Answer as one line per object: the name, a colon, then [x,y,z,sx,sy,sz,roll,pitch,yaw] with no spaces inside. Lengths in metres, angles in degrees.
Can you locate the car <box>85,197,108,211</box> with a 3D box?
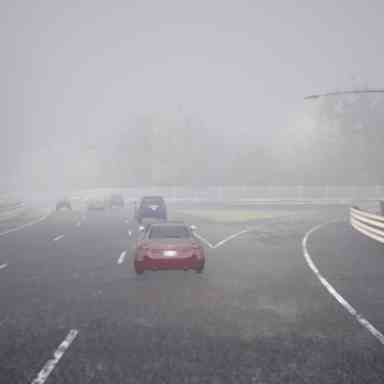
car: [-12.307,1.687,42.196,1.994,1.385,4.181,0,0,-23]

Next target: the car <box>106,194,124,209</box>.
car: [-11.535,1.354,48.778,2.150,2.045,5.566,0,0,-26]

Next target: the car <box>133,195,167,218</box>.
car: [-3.330,1.282,26.189,2.150,2.045,5.566,0,0,-13]

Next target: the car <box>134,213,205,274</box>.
car: [-0.776,1.587,10.720,1.994,1.385,4.181,0,0,-6]

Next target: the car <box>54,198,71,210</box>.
car: [-17.605,1.654,45.314,1.837,1.490,4.892,0,0,-25]

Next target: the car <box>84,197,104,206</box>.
car: [-17.712,1.723,59.922,2.033,1.411,5.357,0,0,-32]
